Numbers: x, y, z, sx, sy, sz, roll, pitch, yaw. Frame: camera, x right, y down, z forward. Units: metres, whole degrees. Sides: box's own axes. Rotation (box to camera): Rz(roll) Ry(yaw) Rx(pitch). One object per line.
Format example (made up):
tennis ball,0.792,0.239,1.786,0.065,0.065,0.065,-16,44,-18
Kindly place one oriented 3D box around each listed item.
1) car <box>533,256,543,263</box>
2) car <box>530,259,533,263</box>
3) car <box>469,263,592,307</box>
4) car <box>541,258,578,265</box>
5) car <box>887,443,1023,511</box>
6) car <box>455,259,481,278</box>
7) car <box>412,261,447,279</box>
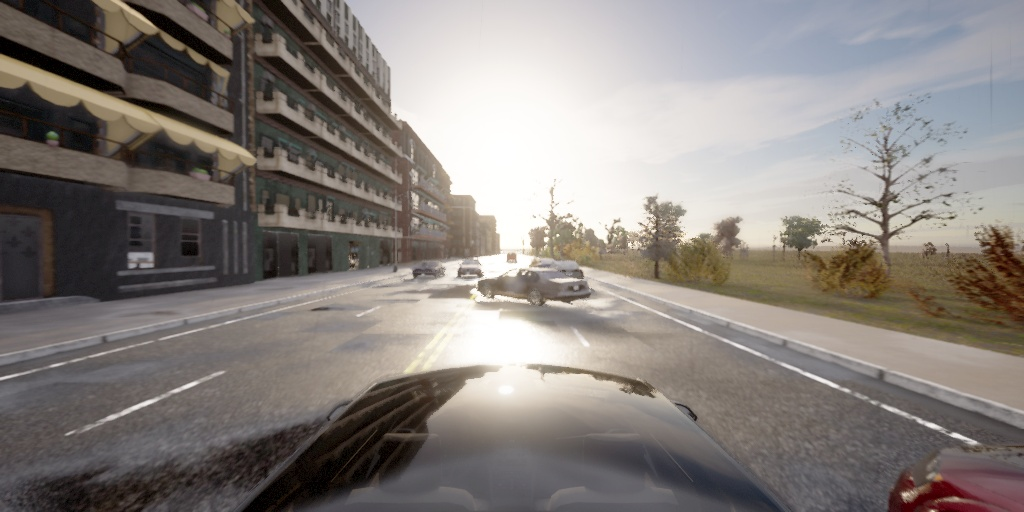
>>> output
car,3.235,0.949,33.379,1.812,1.442,4.674,0,1,0
car,3.230,0.767,44.568,1.801,1.575,5.366,0,1,0
car,0.681,1.162,14.745,2.033,1.411,5.357,0,1,-40
car,3.240,1.040,22.409,2.163,1.488,4.792,0,1,0
car,3.251,1.328,0.380,1.994,1.385,4.181,0,1,0
car,-3.356,0.987,29.639,1.812,1.442,4.674,0,1,0
car,-6.608,1.069,28.892,1.895,1.301,4.718,0,1,0
